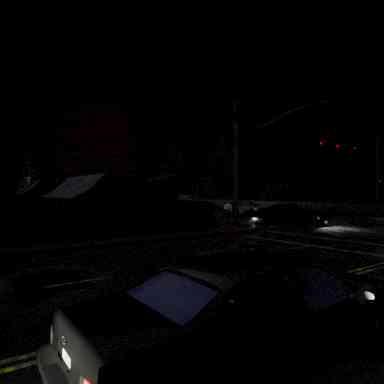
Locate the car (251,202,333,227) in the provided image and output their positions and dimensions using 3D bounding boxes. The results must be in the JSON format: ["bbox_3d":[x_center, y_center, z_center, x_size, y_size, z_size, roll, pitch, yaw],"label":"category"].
[{"bbox_3d":[7.015,1.547,23.447,2.033,1.411,5.357,0,0,-37],"label":"car"}]

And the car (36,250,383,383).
[{"bbox_3d":[0.915,1.547,4.463,5.357,1.411,2.033,0,0,-35],"label":"car"}]

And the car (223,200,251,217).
[{"bbox_3d":[4.952,1.526,32.063,1.812,1.442,4.674,0,0,-37],"label":"car"}]
